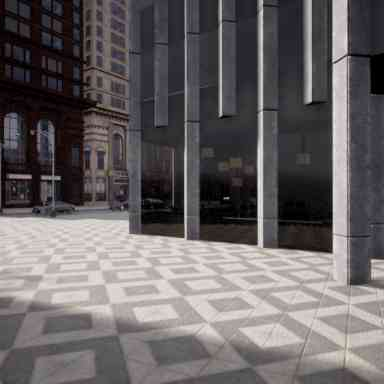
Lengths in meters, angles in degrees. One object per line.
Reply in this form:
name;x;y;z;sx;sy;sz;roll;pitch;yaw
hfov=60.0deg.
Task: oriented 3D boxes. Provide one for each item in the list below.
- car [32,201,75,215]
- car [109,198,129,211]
car;-14.601;1.630;35.197;1.994;1.385;4.181;0;0;36
car;-8.640;1.600;43.522;1.837;1.490;4.892;0;0;36
